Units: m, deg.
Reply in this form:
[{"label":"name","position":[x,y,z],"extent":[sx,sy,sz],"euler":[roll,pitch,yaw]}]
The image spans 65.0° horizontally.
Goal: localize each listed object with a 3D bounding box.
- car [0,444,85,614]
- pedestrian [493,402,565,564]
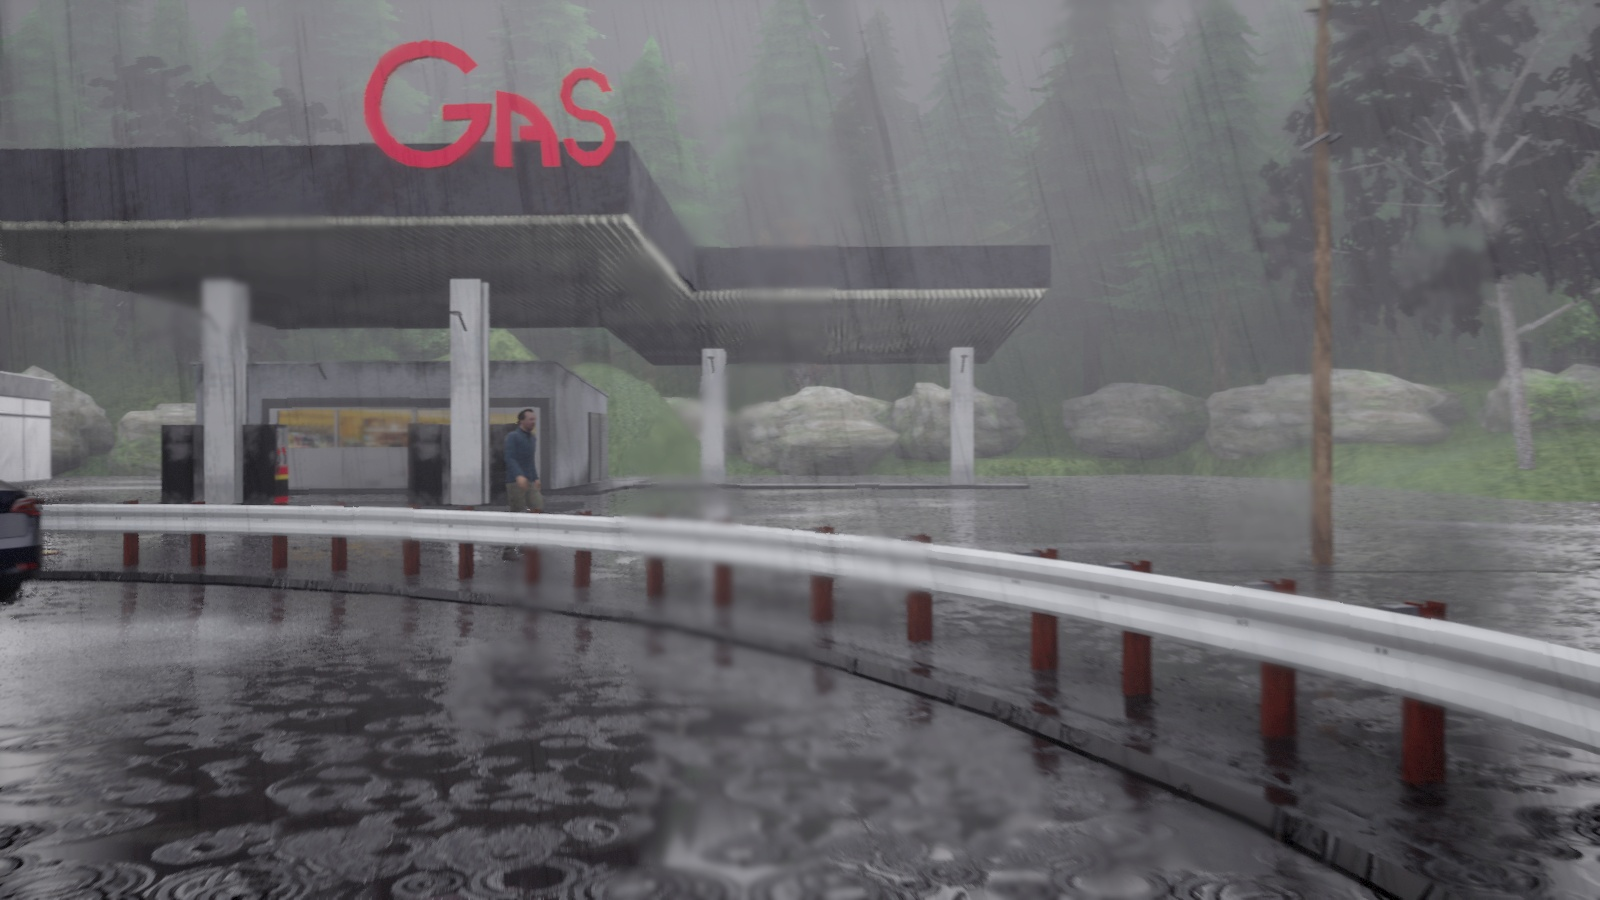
[{"label":"car","position":[-9.303,0.686,11.507],"extent":[4.792,1.488,2.163],"euler":[0,0,19]},{"label":"pedestrian","position":[-3.137,0.371,14.538],"extent":[0.726,1.842,0.402],"euler":[0,0,26]}]
